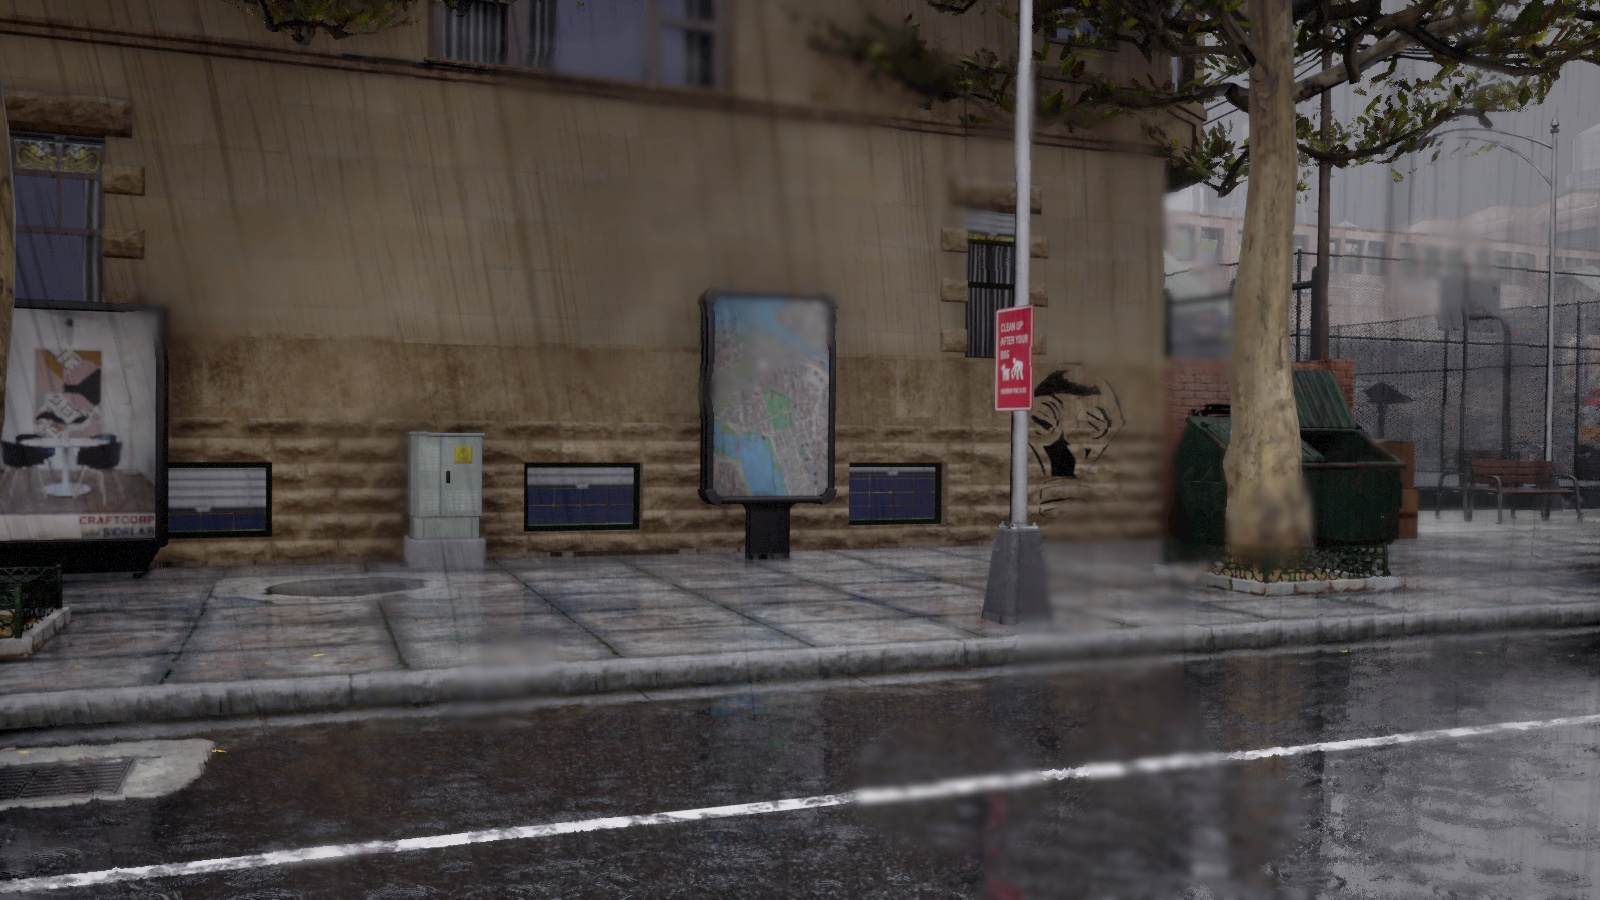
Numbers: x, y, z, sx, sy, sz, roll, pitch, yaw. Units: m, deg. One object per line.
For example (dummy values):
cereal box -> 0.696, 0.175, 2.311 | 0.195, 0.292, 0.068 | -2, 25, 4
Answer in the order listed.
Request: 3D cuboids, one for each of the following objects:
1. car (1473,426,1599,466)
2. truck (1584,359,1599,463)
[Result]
car -> 27.362, -0.187, 46.308 | 1.994, 1.385, 4.181 | -1, 1, -21
truck -> 32.168, -1.422, 43.489 | 2.891, 3.827, 8.468 | -1, 1, -21
